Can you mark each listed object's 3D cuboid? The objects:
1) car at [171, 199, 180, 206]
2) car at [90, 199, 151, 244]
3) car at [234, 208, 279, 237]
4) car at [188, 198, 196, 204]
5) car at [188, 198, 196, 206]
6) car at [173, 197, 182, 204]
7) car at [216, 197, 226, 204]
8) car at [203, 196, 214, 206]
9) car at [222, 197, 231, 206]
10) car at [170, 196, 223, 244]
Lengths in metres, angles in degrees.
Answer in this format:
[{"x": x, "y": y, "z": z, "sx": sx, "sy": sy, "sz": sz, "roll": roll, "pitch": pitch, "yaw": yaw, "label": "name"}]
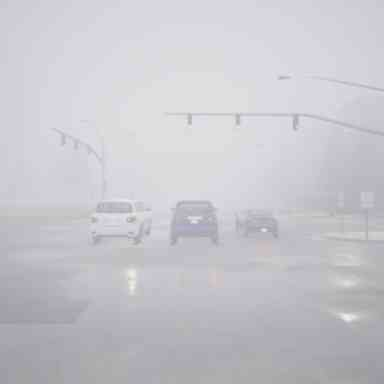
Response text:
[{"x": -3.501, "y": 2.160, "z": 71.088, "sx": 1.812, "sy": 1.442, "sz": 4.674, "roll": 0, "pitch": -1, "yaw": 0, "label": "car"}, {"x": -3.393, "y": 1.372, "z": 16.774, "sx": 2.150, "sy": 2.045, "sz": 5.566, "roll": 0, "pitch": 0, "yaw": 0, "label": "car"}, {"x": 3.606, "y": 1.676, "z": 19.045, "sx": 1.837, "sy": 1.490, "sz": 4.892, "roll": 0, "pitch": -1, "yaw": 0, "label": "car"}, {"x": -0.003, "y": 2.171, "z": 81.090, "sx": 1.812, "sy": 1.442, "sz": 4.674, "roll": 0, "pitch": -1, "yaw": 0, "label": "car"}, {"x": -0.001, "y": 2.132, "z": 70.673, "sx": 1.837, "sy": 1.490, "sz": 4.892, "roll": 0, "pitch": -1, "yaw": 0, "label": "car"}, {"x": -3.503, "y": 2.124, "z": 81.090, "sx": 1.882, "sy": 1.535, "sz": 5.008, "roll": 0, "pitch": -1, "yaw": 0, "label": "car"}, {"x": 6.997, "y": 2.002, "z": 81.063, "sx": 2.097, "sy": 1.767, "sz": 4.553, "roll": 0, "pitch": -1, "yaw": 0, "label": "car"}, {"x": 3.499, "y": 1.857, "z": 70.706, "sx": 2.150, "sy": 2.045, "sz": 5.566, "roll": 0, "pitch": -1, "yaw": 0, "label": "car"}, {"x": 6.999, "y": 1.991, "z": 71.062, "sx": 2.097, "sy": 1.767, "sz": 4.553, "roll": 0, "pitch": -1, "yaw": 0, "label": "car"}, {"x": 0.106, "y": 1.372, "z": 16.753, "sx": 2.150, "sy": 2.045, "sz": 5.566, "roll": 0, "pitch": 0, "yaw": 0, "label": "car"}]
